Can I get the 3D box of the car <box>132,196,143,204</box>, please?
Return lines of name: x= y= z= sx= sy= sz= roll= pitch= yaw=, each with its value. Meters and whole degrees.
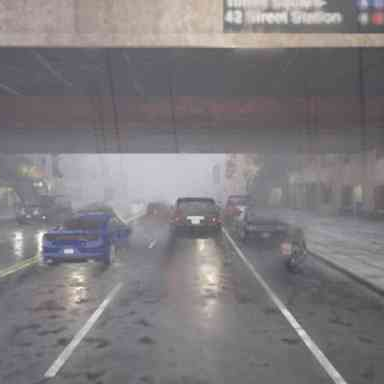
car: x=-10.386 y=1.509 z=65.020 sx=1.812 sy=1.442 sz=4.674 roll=0 pitch=0 yaw=1

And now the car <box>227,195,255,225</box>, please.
car: x=3.189 y=1.223 z=24.125 sx=2.435 sy=2.045 sz=5.566 roll=0 pitch=0 yaw=0

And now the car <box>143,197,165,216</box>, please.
car: x=-3.266 y=1.497 z=32.264 sx=1.837 sy=1.490 sz=4.892 roll=0 pitch=0 yaw=0

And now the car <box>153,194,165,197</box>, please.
car: x=-6.882 y=1.461 z=65.514 sx=1.882 sy=1.535 sz=5.008 roll=0 pitch=0 yaw=0

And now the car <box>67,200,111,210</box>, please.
car: x=-6.967 y=1.485 z=24.234 sx=2.128 sy=1.511 sz=4.902 roll=0 pitch=0 yaw=0

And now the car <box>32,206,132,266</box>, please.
car: x=-3.364 y=1.475 z=11.617 sx=1.882 sy=1.535 sz=5.008 roll=0 pitch=0 yaw=0

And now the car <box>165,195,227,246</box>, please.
car: x=0.168 y=1.218 z=15.312 sx=2.150 sy=2.045 sz=5.566 roll=0 pitch=0 yaw=1

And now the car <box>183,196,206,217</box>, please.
car: x=0.233 y=1.344 z=31.893 sx=2.097 sy=1.767 sz=4.553 roll=0 pitch=0 yaw=0

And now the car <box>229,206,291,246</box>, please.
car: x=3.231 y=1.591 z=16.728 sx=1.895 sy=1.301 sz=4.718 roll=0 pitch=0 yaw=0

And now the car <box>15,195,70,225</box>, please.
car: x=-10.467 y=1.215 z=24.090 sx=2.150 sy=2.045 sz=5.566 roll=0 pitch=0 yaw=0
